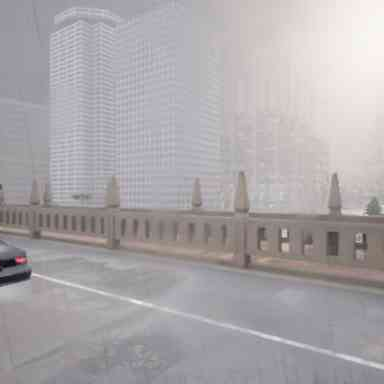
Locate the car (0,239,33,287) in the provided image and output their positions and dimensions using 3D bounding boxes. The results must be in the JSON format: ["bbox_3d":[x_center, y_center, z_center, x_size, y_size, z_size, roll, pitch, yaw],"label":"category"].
[{"bbox_3d":[-6.111,1.563,8.275,5.357,1.411,2.033,0,0,36],"label":"car"}]
